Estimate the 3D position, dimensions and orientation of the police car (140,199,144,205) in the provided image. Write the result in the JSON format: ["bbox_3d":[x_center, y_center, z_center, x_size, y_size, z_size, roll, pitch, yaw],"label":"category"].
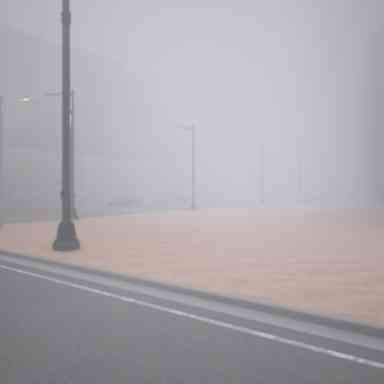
[{"bbox_3d":[-10.548,1.540,57.339,1.930,1.638,5.238,0,0,36],"label":"police car"}]

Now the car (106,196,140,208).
[{"bbox_3d":[-10.893,1.583,51.010,1.882,1.535,5.008,0,0,36],"label":"car"}]
